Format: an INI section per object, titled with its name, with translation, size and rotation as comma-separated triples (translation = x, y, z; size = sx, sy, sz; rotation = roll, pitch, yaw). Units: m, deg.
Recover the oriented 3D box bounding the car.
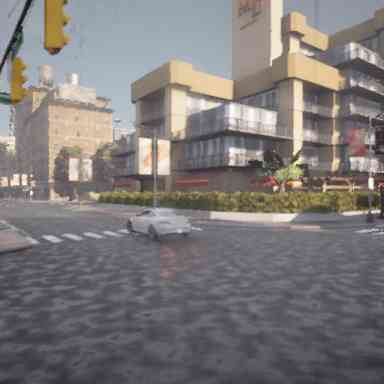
[car]
translation = -1.767, 1.532, 17.076
size = 1.812, 1.442, 4.674
rotation = 0, 0, -31
